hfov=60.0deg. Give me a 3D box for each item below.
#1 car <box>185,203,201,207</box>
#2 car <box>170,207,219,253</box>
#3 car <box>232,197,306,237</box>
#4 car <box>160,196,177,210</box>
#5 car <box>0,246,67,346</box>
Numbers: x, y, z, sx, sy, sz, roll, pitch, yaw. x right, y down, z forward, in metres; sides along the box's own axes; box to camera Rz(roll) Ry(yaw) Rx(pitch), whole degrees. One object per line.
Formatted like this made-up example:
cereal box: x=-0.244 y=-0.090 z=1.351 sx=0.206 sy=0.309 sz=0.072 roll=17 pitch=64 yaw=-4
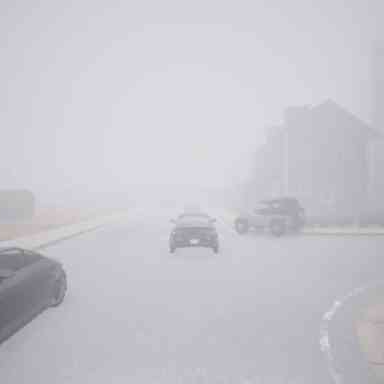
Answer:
car: x=0.099 y=1.809 z=33.396 sx=2.033 sy=1.411 sz=5.357 roll=0 pitch=0 yaw=0
car: x=0.074 y=1.571 z=13.905 sx=1.812 sy=1.442 sz=4.674 roll=-1 pitch=0 yaw=0
car: x=4.162 y=1.286 z=18.046 sx=1.905 sy=1.878 sz=3.866 roll=-7 pitch=3 yaw=-42
car: x=-3.501 y=1.695 z=50.424 sx=2.150 sy=2.045 sz=5.566 roll=0 pitch=0 yaw=0
car: x=-3.603 y=1.606 z=5.300 sx=1.994 sy=1.385 sz=4.181 roll=0 pitch=0 yaw=0
